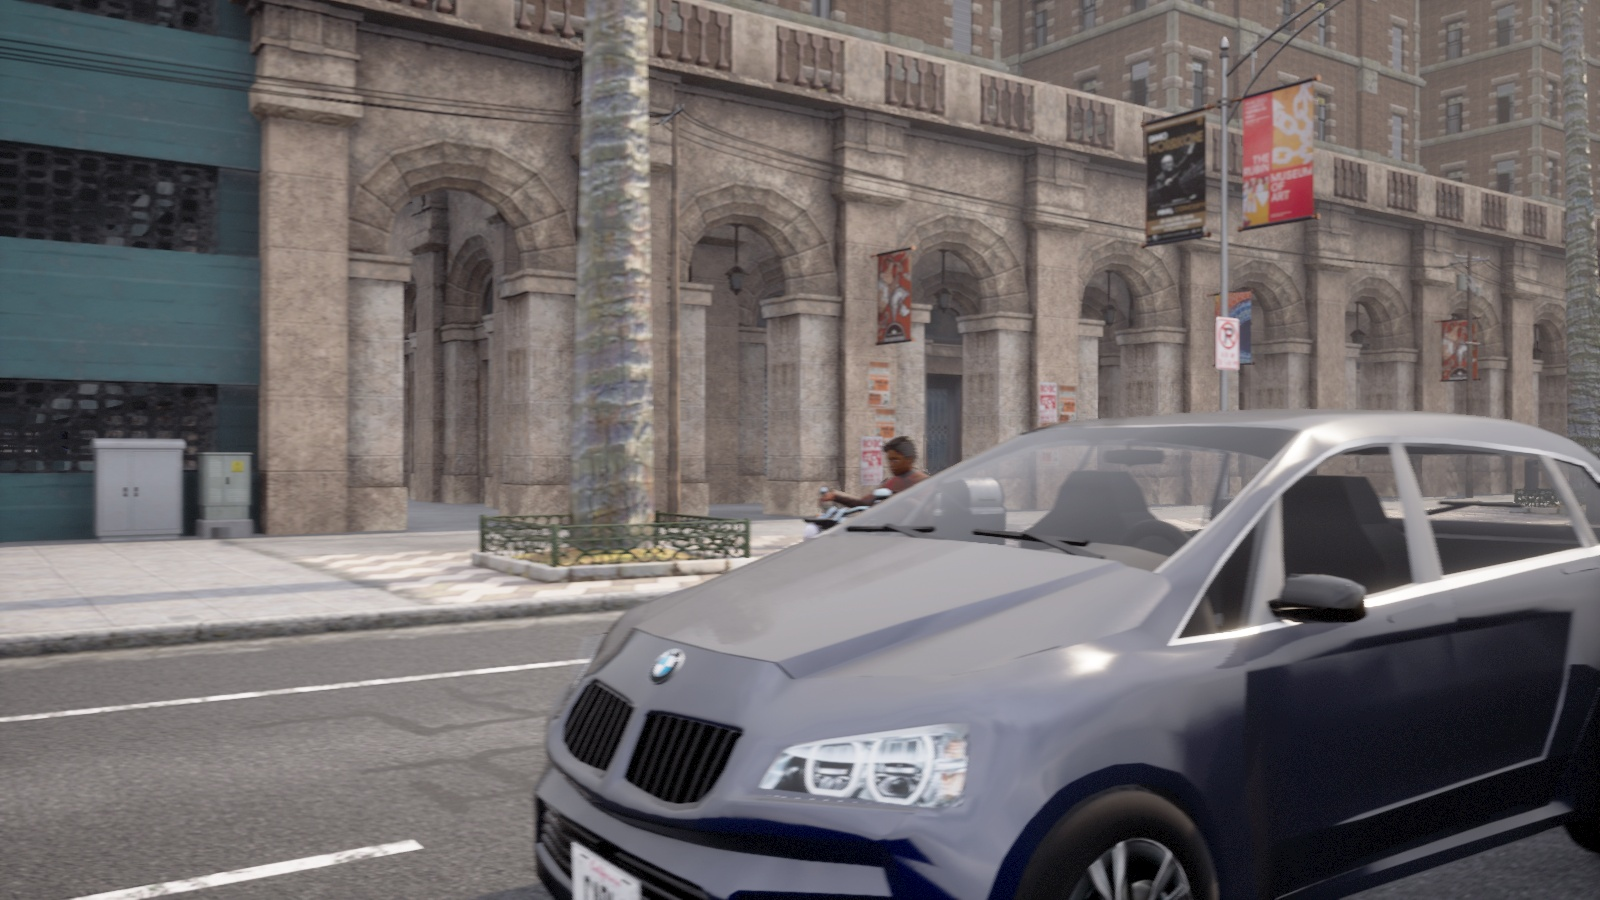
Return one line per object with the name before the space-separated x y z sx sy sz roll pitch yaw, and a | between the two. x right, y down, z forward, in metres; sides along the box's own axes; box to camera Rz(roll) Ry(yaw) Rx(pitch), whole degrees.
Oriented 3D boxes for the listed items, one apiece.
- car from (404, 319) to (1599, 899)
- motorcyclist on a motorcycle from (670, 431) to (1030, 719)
car | 1.233 0.598 4.518 4.611 1.667 2.242 0 0 -35
motorcyclist on a motorcycle | 0.376 0.714 8.185 2.350 1.649 0.766 0 0 -35
